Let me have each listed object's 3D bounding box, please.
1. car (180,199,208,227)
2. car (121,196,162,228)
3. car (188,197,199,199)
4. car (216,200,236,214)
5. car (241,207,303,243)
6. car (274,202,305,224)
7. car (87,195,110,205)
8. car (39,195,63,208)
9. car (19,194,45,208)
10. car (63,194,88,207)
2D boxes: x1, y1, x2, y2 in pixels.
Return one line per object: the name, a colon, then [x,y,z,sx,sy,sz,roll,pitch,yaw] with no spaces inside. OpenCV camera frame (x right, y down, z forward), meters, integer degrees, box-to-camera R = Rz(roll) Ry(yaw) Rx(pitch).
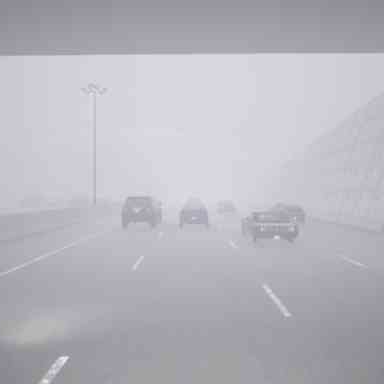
car: [0.140,1.526,23.542,1.882,1.535,5.008,0,0,0]
car: [-3.362,1.269,23.004,2.150,2.045,5.566,0,0,0]
car: [0.168,1.433,39.591,2.097,1.767,4.553,0,0,0]
car: [3.662,1.623,36.277,2.033,1.411,5.357,0,0,0]
car: [3.627,1.635,16.419,1.895,1.301,4.718,0,0,0]
car: [7.143,1.558,25.421,1.837,1.490,4.892,0,0,0]
car: [-13.923,1.582,50.680,1.882,1.535,5.008,0,0,0]
car: [-20.917,1.652,51.131,2.033,1.411,5.357,0,0,0]
car: [-24.415,1.317,51.296,2.150,2.045,5.566,0,0,0]
car: [-17.415,1.314,51.346,2.150,2.045,5.566,0,0,0]
